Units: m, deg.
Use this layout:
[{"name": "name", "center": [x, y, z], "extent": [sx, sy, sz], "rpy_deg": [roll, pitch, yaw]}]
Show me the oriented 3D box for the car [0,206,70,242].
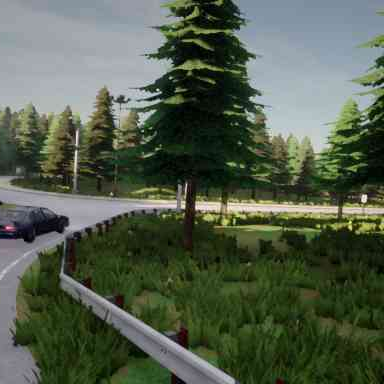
[{"name": "car", "center": [-7.591, 1.371, 15.525], "extent": [2.033, 1.411, 5.357], "rpy_deg": [4, 1, 3]}]
